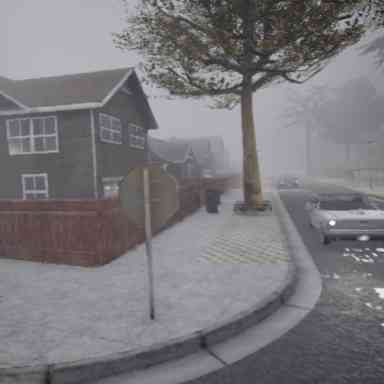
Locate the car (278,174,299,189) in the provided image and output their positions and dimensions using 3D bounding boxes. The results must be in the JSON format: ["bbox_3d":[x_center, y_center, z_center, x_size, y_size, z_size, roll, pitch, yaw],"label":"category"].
[{"bbox_3d":[10.246,-1.156,35.657,1.812,1.442,4.674,-2,4,12],"label":"car"}]

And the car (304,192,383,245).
[{"bbox_3d":[4.830,0.724,10.635,1.895,1.301,4.718,-2,4,12],"label":"car"}]
